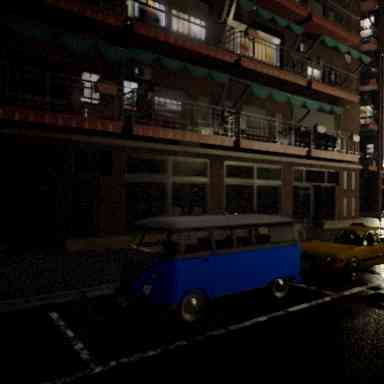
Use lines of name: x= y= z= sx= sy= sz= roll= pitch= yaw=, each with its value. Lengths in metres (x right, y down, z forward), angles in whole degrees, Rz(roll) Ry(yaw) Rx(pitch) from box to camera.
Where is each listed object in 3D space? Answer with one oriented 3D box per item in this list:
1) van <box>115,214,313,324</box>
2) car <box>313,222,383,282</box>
van: x=0.515 y=1.380 z=6.923 sx=3.998 sy=1.788 sz=1.690 roll=1 pitch=0 yaw=-35
car: x=4.872 y=1.612 z=10.031 sx=4.829 sy=1.417 sz=1.752 roll=1 pitch=0 yaw=-35
